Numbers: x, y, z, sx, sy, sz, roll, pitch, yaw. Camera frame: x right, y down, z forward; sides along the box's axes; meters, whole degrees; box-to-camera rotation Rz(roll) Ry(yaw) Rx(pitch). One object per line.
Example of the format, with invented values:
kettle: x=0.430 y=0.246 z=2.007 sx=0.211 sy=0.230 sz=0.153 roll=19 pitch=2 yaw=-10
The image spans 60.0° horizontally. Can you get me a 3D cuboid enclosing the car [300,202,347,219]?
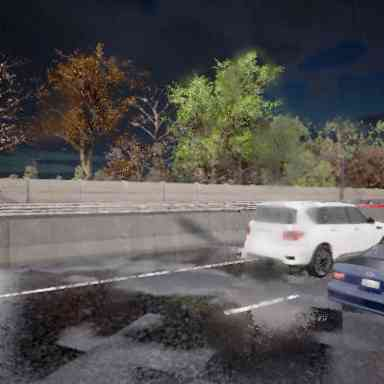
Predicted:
car: x=13.447 y=1.787 z=33.904 sx=5.008 sy=1.535 sz=1.882 roll=1 pitch=0 yaw=-34

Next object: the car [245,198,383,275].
car: x=4.205 y=1.314 z=10.635 sx=5.566 sy=2.045 sz=2.150 roll=1 pitch=0 yaw=-34

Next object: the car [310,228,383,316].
car: x=5.104 y=1.620 z=7.026 sx=5.357 sy=1.411 sz=2.033 roll=1 pitch=0 yaw=-34

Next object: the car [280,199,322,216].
car: x=12.303 y=1.679 z=37.348 sx=4.553 sy=1.767 sz=2.097 roll=1 pitch=0 yaw=-34
